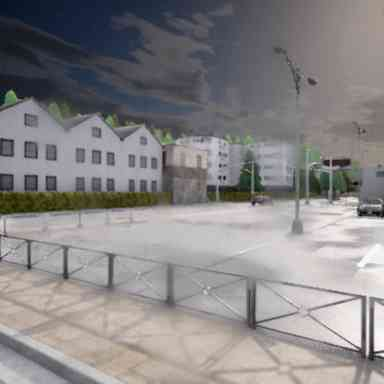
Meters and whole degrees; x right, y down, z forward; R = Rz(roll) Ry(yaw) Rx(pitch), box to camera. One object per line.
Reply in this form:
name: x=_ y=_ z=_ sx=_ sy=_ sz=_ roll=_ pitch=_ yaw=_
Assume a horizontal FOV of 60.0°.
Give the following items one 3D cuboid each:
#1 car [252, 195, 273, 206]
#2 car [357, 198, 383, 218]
car: x=10.103 y=1.205 z=47.546 sx=1.837 sy=1.490 sz=4.892 roll=0 pitch=0 yaw=32
car: x=14.846 y=1.278 z=27.222 sx=2.007 sy=1.523 sz=4.514 roll=0 pitch=0 yaw=35
